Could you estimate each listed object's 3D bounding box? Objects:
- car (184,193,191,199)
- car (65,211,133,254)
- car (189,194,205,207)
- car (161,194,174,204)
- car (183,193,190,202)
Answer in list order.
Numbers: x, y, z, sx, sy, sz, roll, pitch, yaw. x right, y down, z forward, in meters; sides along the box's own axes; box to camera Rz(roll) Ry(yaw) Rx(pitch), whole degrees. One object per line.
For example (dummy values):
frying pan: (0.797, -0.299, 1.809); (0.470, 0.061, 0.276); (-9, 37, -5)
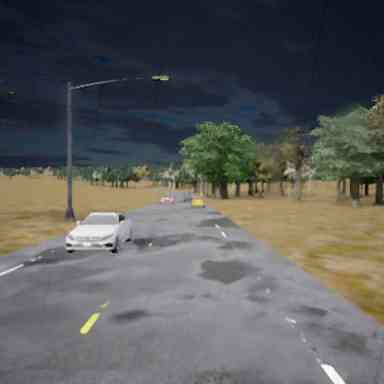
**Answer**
car: (-1.280, 0.933, 86.433); (1.812, 1.442, 4.674); (0, 1, -2)
car: (-3.642, 1.548, 13.824); (1.812, 1.442, 4.674); (0, 0, 0)
car: (0.829, 1.330, 47.334); (1.801, 1.575, 5.366); (0, 0, -1)
car: (-4.113, 1.167, 56.457); (2.097, 1.767, 4.553); (0, 0, -1)
car: (-0.749, 1.290, 65.927); (2.033, 1.411, 5.357); (0, 0, -1)
